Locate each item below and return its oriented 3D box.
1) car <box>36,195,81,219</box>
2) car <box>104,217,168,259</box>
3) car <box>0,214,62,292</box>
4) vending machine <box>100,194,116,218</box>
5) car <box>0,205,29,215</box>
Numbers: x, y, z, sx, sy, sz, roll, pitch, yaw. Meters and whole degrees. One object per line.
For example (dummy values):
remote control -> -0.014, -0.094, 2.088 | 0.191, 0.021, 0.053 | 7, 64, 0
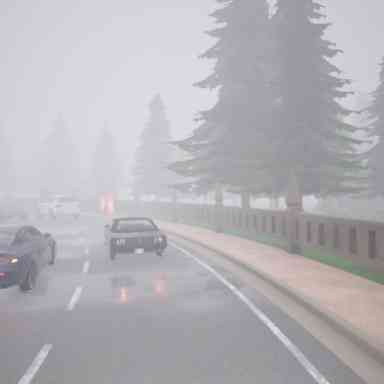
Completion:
car -> -11.496, 1.287, 28.425 | 2.150, 2.045, 5.566 | 0, 0, -42
car -> -2.366, 1.611, 12.840 | 1.895, 1.301, 4.718 | 0, 0, -18
car -> -4.843, 1.555, 8.711 | 1.812, 1.442, 4.674 | 0, 0, -13
vending machine -> -7.618, 1.233, 30.102 | 1.100, 2.100, 0.880 | 0, 0, -41
car -> -15.086, 1.691, 27.196 | 1.895, 1.301, 4.718 | 0, 0, -44
